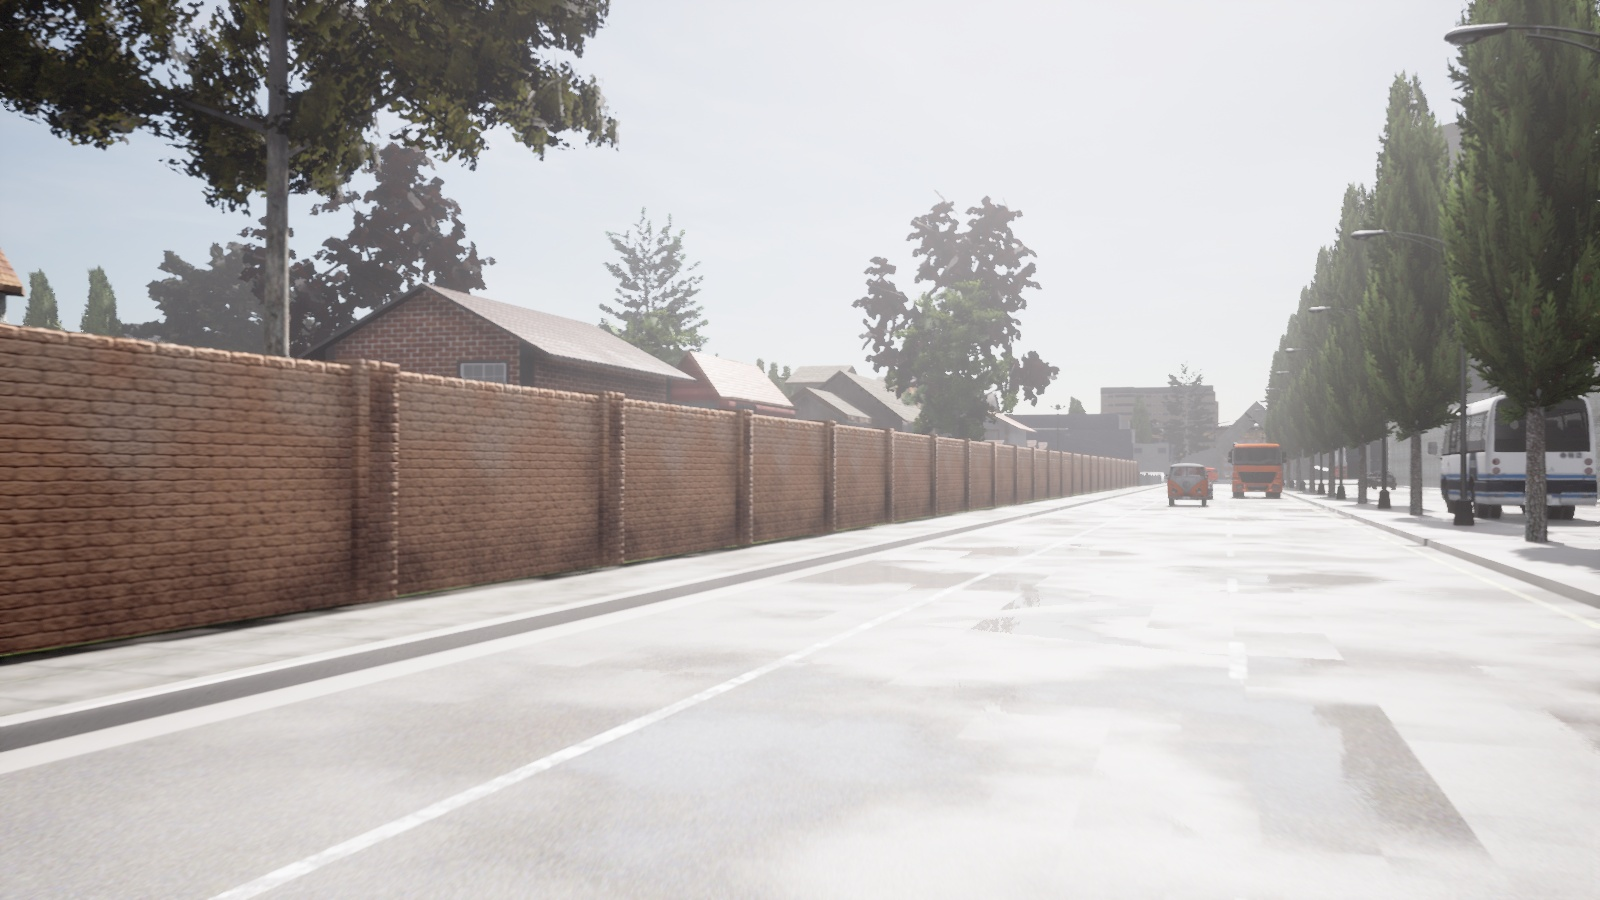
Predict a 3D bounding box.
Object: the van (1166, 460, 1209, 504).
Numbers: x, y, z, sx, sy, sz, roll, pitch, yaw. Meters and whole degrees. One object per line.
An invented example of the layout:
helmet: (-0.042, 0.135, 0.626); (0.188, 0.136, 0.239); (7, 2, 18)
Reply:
van: (18.149, 1.479, 58.745); (1.775, 1.987, 4.442); (-1, -1, 19)

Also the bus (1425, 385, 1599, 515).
bus: (26.116, 0.110, 46.465); (3.944, 4.253, 10.273); (-1, -1, 19)

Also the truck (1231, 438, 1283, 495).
truck: (28.991, 1.054, 79.844); (2.891, 3.462, 7.936); (-1, -1, 19)
